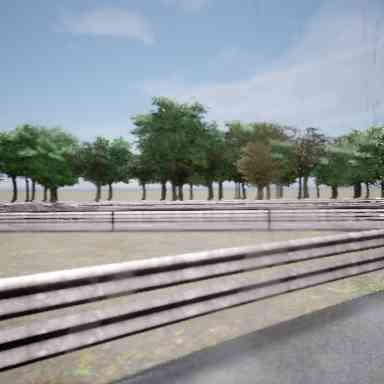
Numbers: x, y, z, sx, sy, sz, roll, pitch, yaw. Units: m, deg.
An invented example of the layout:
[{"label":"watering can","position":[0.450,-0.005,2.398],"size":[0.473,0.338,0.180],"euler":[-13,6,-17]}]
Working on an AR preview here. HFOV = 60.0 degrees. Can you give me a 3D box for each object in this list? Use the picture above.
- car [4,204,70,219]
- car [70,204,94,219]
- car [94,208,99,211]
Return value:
[{"label":"car","position":[-13.202,1.763,28.047],"size":[4.553,1.767,2.097],"euler":[-1,1,4]},{"label":"car","position":[-12.280,1.907,31.470],"size":[4.892,1.490,1.837],"euler":[-1,1,5]},{"label":"car","position":[-12.229,1.965,34.979],"size":[4.718,1.301,1.895],"euler":[-1,1,5]}]
